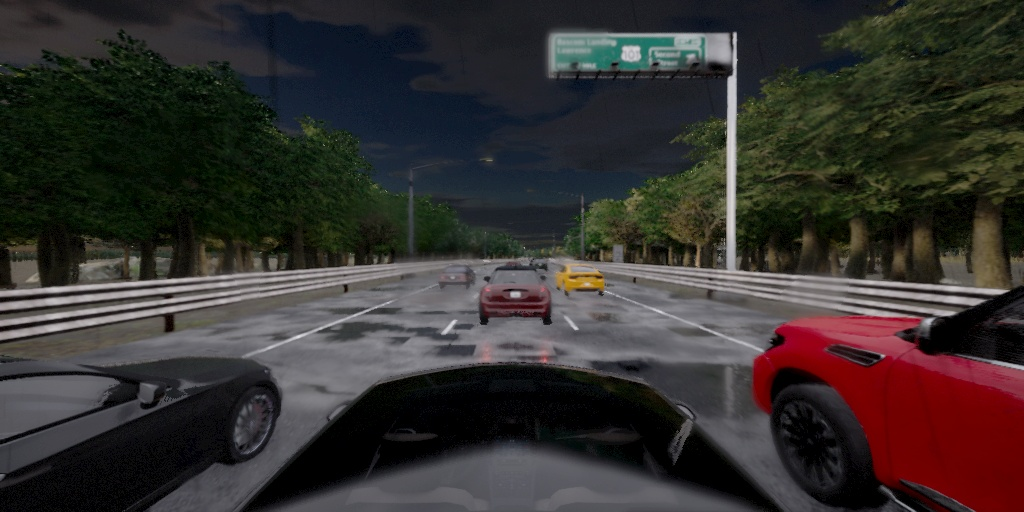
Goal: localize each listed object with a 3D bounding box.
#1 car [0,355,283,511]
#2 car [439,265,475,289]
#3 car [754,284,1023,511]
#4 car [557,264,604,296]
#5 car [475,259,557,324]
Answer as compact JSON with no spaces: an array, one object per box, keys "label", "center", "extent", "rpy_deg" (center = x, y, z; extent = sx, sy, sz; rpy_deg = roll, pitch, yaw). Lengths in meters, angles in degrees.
[{"label":"car","center":[-3.412,1.275,1.962],"extent":[1.812,1.442,4.674],"rpy_deg":[0,0,0]},{"label":"car","center":[-3.384,1.286,23.004],"extent":[2.033,1.411,5.357],"rpy_deg":[0,0,0]},{"label":"car","center":[3.500,0.906,1.213],"extent":[2.150,2.045,5.566],"rpy_deg":[0,0,0]},{"label":"car","center":[3.511,1.174,19.191],"extent":[1.882,1.535,5.008],"rpy_deg":[0,0,0]},{"label":"car","center":[0.108,1.089,12.069],"extent":[2.097,1.767,4.553],"rpy_deg":[0,0,0]}]
